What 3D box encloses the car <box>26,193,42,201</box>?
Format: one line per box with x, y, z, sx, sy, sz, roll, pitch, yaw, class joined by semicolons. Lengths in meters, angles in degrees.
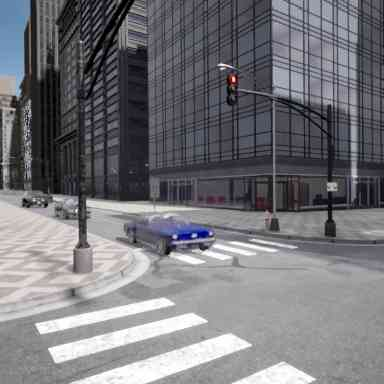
-28.438;0.922;59.669;1.895;1.301;4.718;-1;1;-34;car

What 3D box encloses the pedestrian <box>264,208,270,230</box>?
3.902;1.373;17.255;0.500;1.100;0.500;0;0;-34;pedestrian

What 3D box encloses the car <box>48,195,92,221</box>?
-9.206;1.286;25.515;2.128;1.511;4.902;-1;1;-34;car

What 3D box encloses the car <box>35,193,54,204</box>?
-22.871;0.951;51.438;1.837;1.490;4.892;-1;1;-34;car

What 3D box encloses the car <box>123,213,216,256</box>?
-1.067;1.532;13.160;1.895;1.301;4.718;-1;1;-32;car

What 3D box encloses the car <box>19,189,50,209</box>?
-18.851;0.844;39.810;2.150;2.045;5.566;-1;1;-35;car
